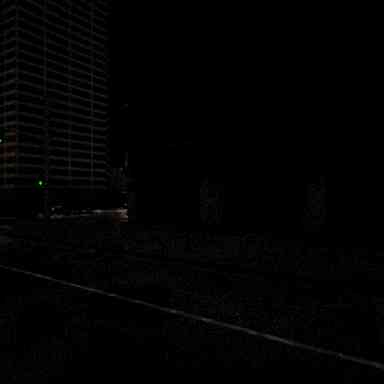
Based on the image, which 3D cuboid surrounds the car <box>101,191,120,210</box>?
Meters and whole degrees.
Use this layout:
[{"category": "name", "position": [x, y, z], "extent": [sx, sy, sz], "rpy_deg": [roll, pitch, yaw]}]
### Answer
[{"category": "car", "position": [-10.946, 1.221, 44.578], "extent": [2.150, 2.045, 5.566], "rpy_deg": [0, 0, 35]}]

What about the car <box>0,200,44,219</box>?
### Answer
[{"category": "car", "position": [-14.796, 1.491, 26.565], "extent": [2.128, 1.511, 4.902], "rpy_deg": [0, 0, 35]}]

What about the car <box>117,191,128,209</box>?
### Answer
[{"category": "car", "position": [-6.798, 1.221, 44.384], "extent": [2.150, 2.045, 5.566], "rpy_deg": [0, 0, 36]}]

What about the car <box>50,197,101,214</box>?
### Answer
[{"category": "car", "position": [-12.762, 1.491, 35.904], "extent": [2.128, 1.511, 4.902], "rpy_deg": [0, 0, 35]}]

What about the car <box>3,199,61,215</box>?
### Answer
[{"category": "car", "position": [-17.074, 1.547, 35.855], "extent": [2.033, 1.411, 5.357], "rpy_deg": [0, 0, 35]}]
